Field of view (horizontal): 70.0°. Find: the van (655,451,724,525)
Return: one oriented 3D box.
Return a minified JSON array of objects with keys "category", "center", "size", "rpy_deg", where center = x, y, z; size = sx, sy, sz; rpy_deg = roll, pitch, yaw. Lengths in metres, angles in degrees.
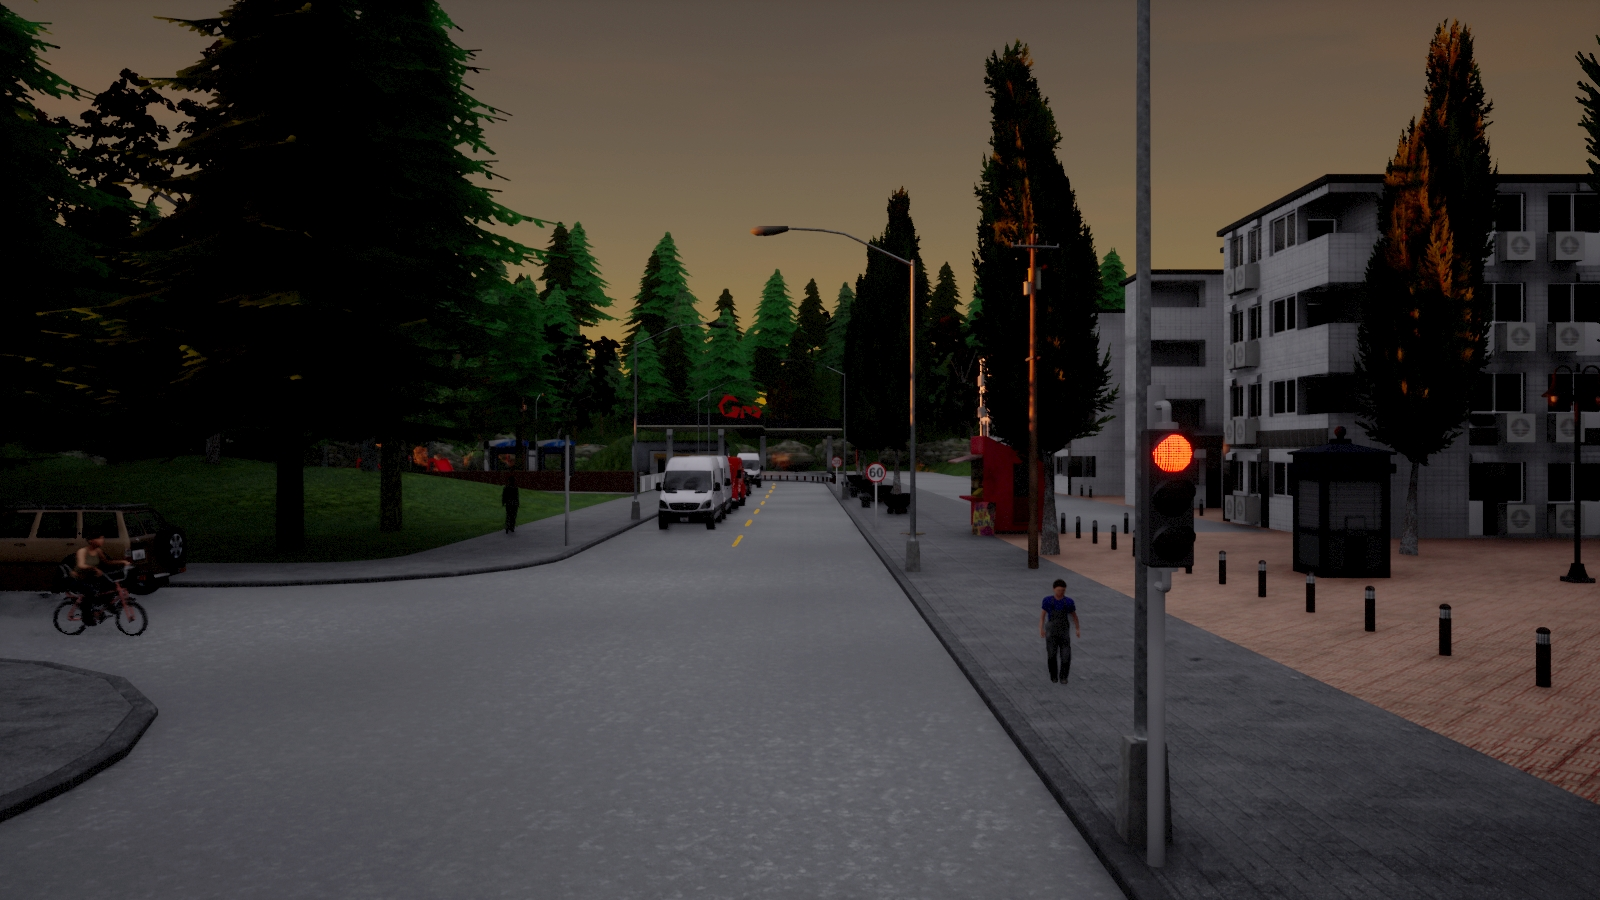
[{"category":"van","center":[-4.013,1.307,42.390],"size":[1.988,2.561,5.915],"rpy_deg":[0,0,0]}]

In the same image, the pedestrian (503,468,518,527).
[{"category":"pedestrian","center":[-9.291,1.519,36.666],"size":[0.375,1.860,0.375],"rpy_deg":[0,0,0]}]

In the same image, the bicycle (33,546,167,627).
[{"category":"bicycle","center":[-10.488,2.033,17.146],"size":[1.487,1.080,0.859],"rpy_deg":[0,1,4]}]

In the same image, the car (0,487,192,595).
[{"category":"car","center":[-14.069,1.640,21.141],"size":[4.605,1.855,1.932],"rpy_deg":[0,0,0]}]

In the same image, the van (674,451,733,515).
[{"category":"van","center":[-4.007,1.306,48.327],"size":[1.988,2.561,5.915],"rpy_deg":[0,0,0]}]

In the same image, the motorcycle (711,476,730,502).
[{"category":"motorcycle","center":[-3.975,1.953,57.177],"size":[0.856,1.236,1.805],"rpy_deg":[0,0,0]}]

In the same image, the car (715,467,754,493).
[{"category":"car","center":[-3.975,1.816,70.543],"size":[2.128,1.511,4.902],"rpy_deg":[0,0,0]}]

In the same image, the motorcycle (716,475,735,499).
[{"category":"motorcycle","center":[-3.988,1.975,61.268],"size":[0.867,1.251,2.209],"rpy_deg":[0,0,0]}]

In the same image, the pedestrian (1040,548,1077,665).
[{"category":"pedestrian","center":[2.994,1.802,13.251],"size":[0.375,1.300,0.375],"rpy_deg":[0,0,5]}]

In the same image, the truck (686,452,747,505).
[{"category":"truck","center":[-3.995,1.339,55.631],"size":[2.627,2.467,5.204],"rpy_deg":[0,0,0]}]
